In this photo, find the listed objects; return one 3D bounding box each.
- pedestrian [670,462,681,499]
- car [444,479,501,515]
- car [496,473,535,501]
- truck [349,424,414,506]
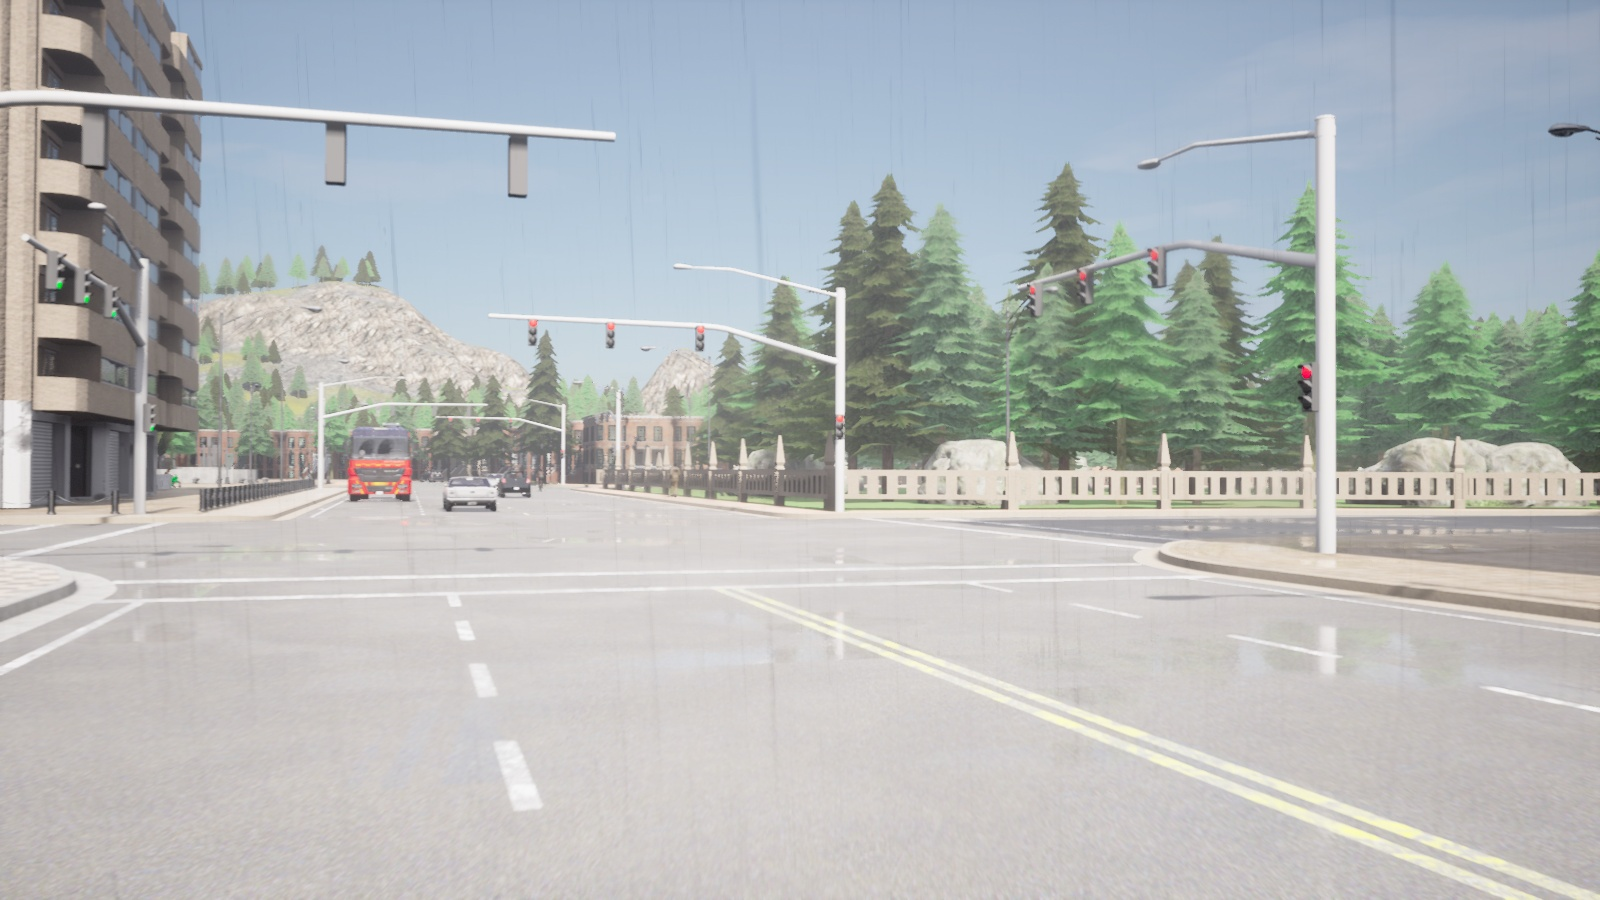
[{"bbox_3d":[-6.497,1.598,65.492,0.396,1.930,0.692,0,-1,-19],"label":"pedestrian"},{"bbox_3d":[-12.637,1.772,48.274,1.895,1.301,4.718,0,-1,-17],"label":"car"},{"bbox_3d":[-16.213,2.088,71.473,1.845,1.501,3.633,0,-1,-17],"label":"car"},{"bbox_3d":[-20.791,0.777,62.652,2.891,3.827,8.468,0,-1,-17],"label":"truck"}]
